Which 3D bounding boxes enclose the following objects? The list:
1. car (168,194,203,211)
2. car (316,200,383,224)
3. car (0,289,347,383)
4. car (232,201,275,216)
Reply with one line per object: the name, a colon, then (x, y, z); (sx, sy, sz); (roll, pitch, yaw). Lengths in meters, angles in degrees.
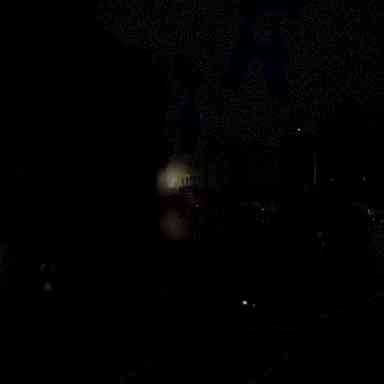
car: (-0.964, 1.305, 41.907); (2.150, 2.045, 5.566); (1, -1, -35)
car: (11.541, 1.389, 24.351); (2.097, 1.767, 4.553); (1, 0, -36)
car: (-0.636, 1.566, 2.349); (4.313, 1.339, 1.947); (0, 0, -36)
car: (5.857, 1.582, 32.303); (1.812, 1.442, 4.674); (1, 0, -35)
